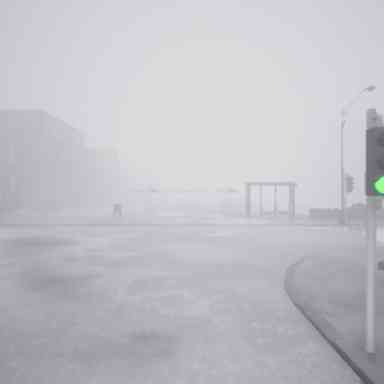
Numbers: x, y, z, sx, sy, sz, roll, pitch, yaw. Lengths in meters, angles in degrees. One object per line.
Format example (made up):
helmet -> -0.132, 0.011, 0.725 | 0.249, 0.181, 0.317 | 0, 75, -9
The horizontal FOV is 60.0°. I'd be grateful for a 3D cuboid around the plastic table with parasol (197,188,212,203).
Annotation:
plastic table with parasol -> 2.056, 0.625, 56.550 | 2.482, 2.480, 2.482 | 0, 0, 0
